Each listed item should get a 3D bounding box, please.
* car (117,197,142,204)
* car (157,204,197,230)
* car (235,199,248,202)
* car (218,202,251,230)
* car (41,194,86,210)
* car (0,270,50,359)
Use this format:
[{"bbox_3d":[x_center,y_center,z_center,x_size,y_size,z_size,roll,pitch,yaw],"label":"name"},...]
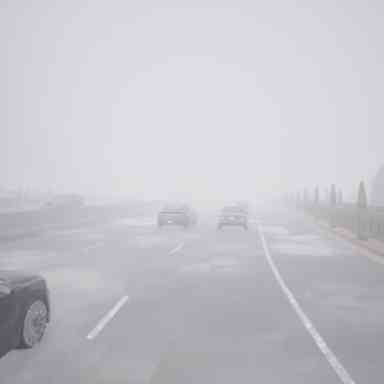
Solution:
[{"bbox_3d":[-7.871,1.361,42.694,2.033,1.411,5.357,0,0,10],"label":"car"},{"bbox_3d":[-0.848,1.514,21.322,2.128,1.511,4.902,0,0,10],"label":"car"},{"bbox_3d":[6.371,1.611,42.272,1.812,1.442,4.674,0,0,10],"label":"car"},{"bbox_3d":[2.738,1.588,21.662,2.033,1.411,5.357,0,0,10],"label":"car"},{"bbox_3d":[-12.970,1.198,33.956,2.150,2.045,5.566,0,0,10],"label":"car"},{"bbox_3d":[-3.198,1.480,3.338,2.128,1.511,4.902,0,0,2],"label":"car"}]
